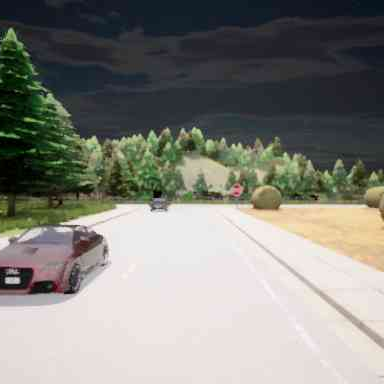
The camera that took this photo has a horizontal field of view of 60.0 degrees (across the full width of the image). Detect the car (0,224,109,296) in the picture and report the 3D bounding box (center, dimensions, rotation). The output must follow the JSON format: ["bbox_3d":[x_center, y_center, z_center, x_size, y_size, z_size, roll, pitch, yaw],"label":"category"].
[{"bbox_3d":[-3.501,1.529,8.490,1.994,1.385,4.181,0,0,0],"label":"car"}]

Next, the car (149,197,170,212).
[{"bbox_3d":[-3.505,1.350,36.546,1.837,1.490,4.892,0,0,0],"label":"car"}]
